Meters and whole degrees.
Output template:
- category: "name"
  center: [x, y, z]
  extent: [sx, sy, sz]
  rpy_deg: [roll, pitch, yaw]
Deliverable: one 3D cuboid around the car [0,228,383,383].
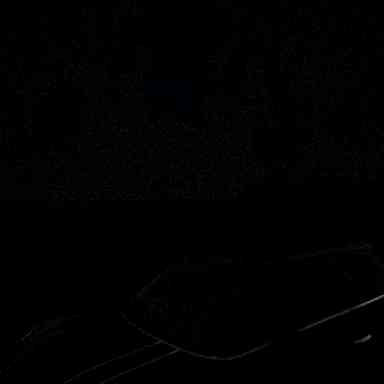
- category: "car"
  center: [0.463, 1.347, 3.388]
  extent: [4.553, 1.767, 2.097]
  rpy_deg: [0, 0, -35]
